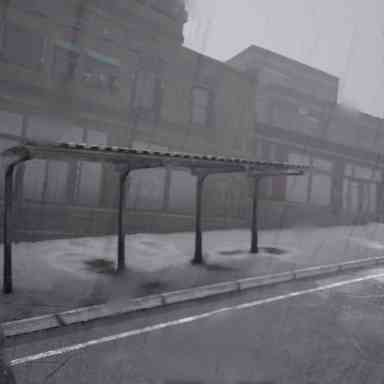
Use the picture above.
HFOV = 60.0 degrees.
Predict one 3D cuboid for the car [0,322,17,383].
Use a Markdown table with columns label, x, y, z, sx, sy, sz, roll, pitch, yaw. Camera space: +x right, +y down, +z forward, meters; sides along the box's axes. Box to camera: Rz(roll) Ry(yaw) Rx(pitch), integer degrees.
| label | x | y | z | sx | sy | sz | roll | pitch | yaw |
| --- | --- | --- | --- | --- | --- | --- | --- | --- | --- |
| car | -3.490 | 1.473 | 1.370 | 4.892 | 1.490 | 1.837 | 1 | 0 | -36 |
